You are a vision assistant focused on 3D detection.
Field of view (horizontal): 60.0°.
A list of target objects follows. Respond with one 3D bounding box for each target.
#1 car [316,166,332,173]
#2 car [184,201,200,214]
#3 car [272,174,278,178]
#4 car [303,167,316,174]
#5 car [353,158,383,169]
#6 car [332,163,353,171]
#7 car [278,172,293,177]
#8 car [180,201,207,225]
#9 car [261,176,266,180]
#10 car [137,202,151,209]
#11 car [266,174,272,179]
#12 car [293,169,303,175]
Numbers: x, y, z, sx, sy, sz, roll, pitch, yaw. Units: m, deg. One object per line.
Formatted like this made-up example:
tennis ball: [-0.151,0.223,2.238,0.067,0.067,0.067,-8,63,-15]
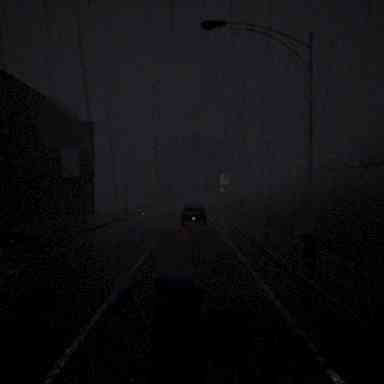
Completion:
car: [22.164,-3.492,52.982,2.002,1.452,4.674,0,1,-2]
car: [-0.069,1.900,41.788,1.812,1.442,4.674,0,-1,-3]
car: [21.480,-3.689,80.475,2.002,1.452,4.674,0,0,-1]
car: [21.938,-3.594,58.525,2.231,1.521,4.892,0,0,-1]
car: [22.970,-3.525,41.938,2.185,1.767,4.553,0,1,-5]
car: [22.509,-3.466,47.444,2.097,1.535,5.008,0,1,-4]
car: [21.592,-3.825,74.982,2.185,1.767,4.553,0,0,-1]
car: [0.134,1.647,25.366,2.128,1.511,4.902,0,-1,0]
car: [21.251,-3.911,91.668,2.185,1.767,4.553,0,0,-1]
car: [-9.244,2.597,64.008,1.812,1.442,4.674,0,-2,-24]
car: [21.364,-3.885,86.149,2.185,1.767,4.553,0,0,-1]
car: [21.816,-3.637,64.043,2.231,1.521,4.892,0,0,-1]
